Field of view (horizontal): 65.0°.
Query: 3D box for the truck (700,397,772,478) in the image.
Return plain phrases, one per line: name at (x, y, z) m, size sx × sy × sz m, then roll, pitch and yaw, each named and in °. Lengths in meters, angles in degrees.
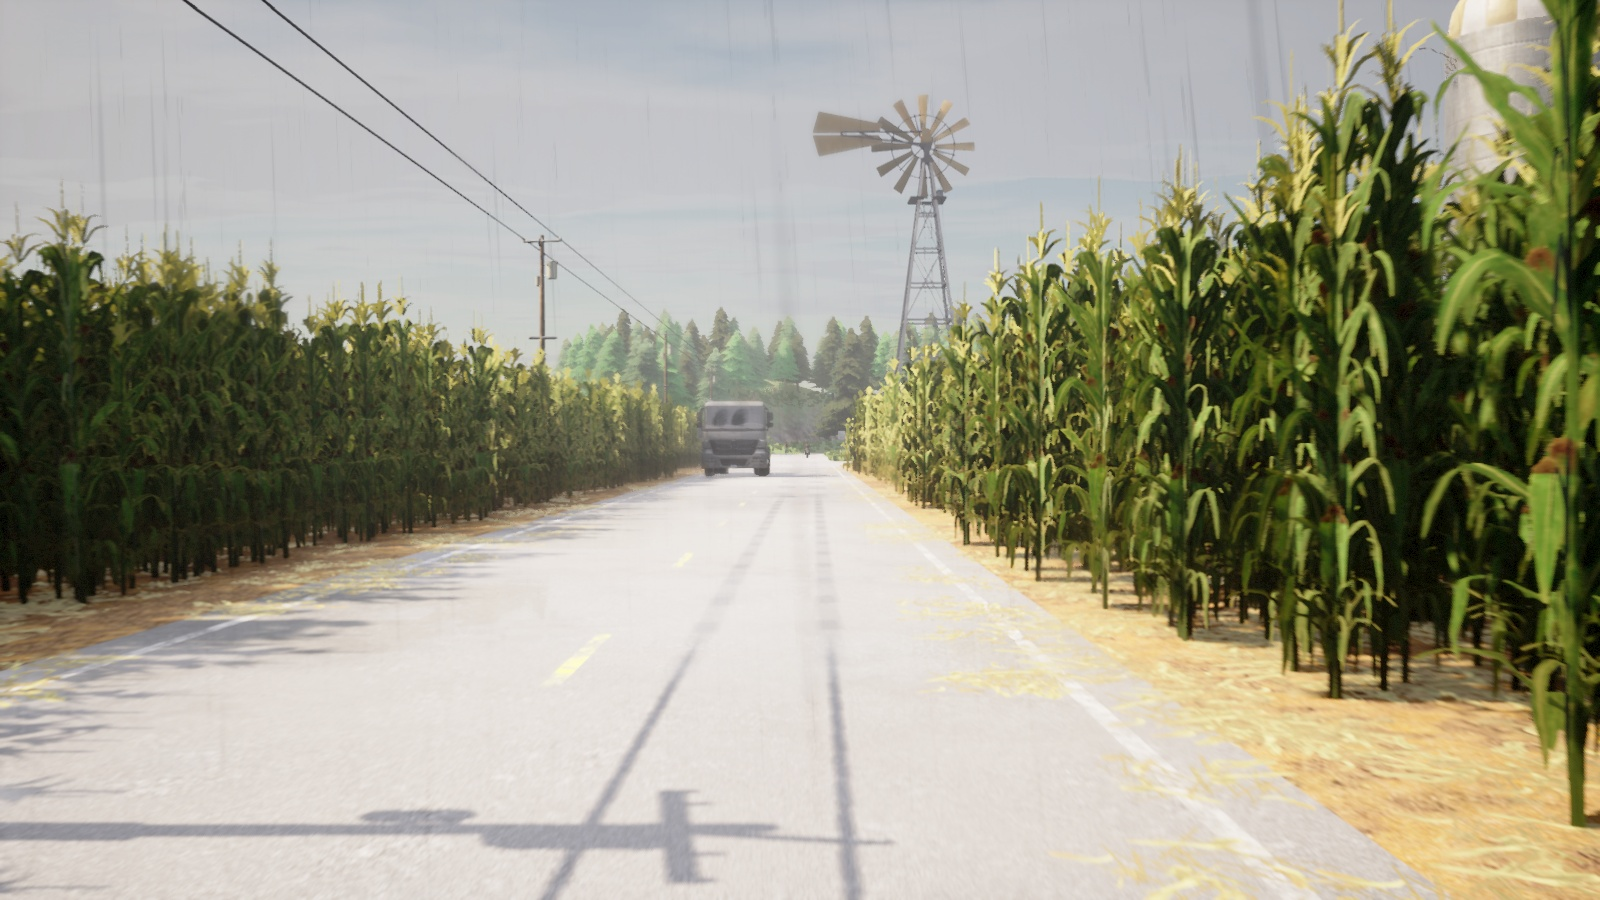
truck at (-2.848, -0.566, 58.178) m, size 2.891 × 3.462 × 7.936 m, roll 0°, pitch 0°, yaw 0°
